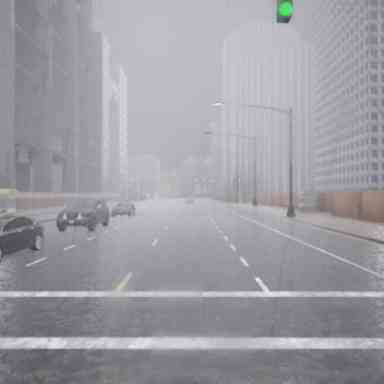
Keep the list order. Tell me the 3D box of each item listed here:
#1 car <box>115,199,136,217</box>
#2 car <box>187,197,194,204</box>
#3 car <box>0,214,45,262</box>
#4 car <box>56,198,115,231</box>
[{"bbox_3d":[-7.067,1.823,35.077,1.837,1.490,4.892,0,-1,0],"label":"car"},{"bbox_3d":[-0.353,2.317,87.225,2.033,1.411,5.357,0,-1,-1],"label":"car"},{"bbox_3d":[-7.108,1.615,12.092,1.837,1.490,4.892,0,-1,1],"label":"car"},{"bbox_3d":[-7.090,1.424,22.323,2.150,2.045,5.566,0,-1,0],"label":"car"}]
